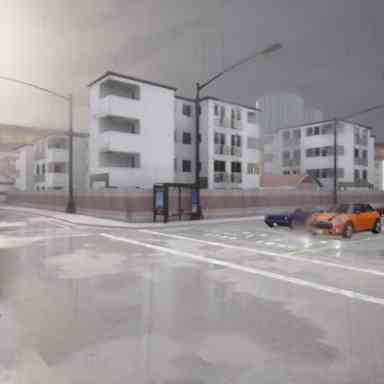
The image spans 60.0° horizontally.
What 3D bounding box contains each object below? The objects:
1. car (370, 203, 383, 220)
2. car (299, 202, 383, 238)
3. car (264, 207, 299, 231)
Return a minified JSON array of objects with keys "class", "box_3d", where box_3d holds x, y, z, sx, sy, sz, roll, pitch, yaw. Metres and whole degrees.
[{"class":"car","box_3d":[17.723,1.638,29.121,4.718,1.301,1.895,0,0,-35]},{"class":"car","box_3d":[8.093,1.362,17.702,4.553,1.767,2.097,0,0,-37]},{"class":"car","box_3d":[6.691,1.616,21.037,4.718,1.301,1.895,0,0,-37]}]
